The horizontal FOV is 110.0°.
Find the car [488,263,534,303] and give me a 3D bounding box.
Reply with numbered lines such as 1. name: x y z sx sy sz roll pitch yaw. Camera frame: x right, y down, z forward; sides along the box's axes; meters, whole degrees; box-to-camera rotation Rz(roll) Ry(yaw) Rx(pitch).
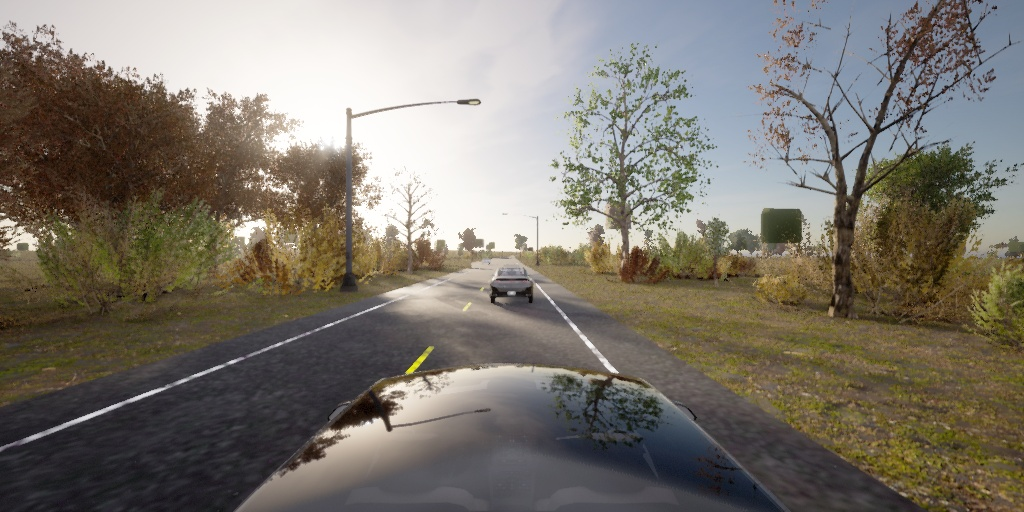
1. car: -0.017 1.243 16.505 2.128 1.511 4.902 0 0 0
